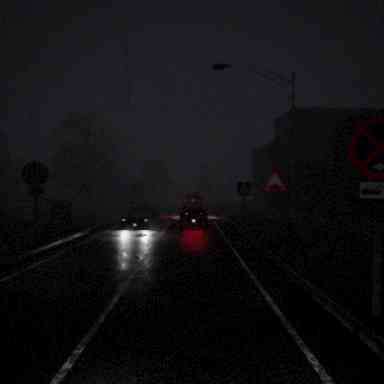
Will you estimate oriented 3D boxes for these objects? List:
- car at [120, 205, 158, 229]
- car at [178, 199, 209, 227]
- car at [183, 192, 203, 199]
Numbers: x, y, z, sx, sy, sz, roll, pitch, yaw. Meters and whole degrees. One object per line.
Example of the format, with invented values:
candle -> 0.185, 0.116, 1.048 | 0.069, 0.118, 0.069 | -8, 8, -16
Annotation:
car -> -3.341, 1.548, 22.045 | 2.033, 1.411, 5.357 | 0, 0, 0
car -> 0.102, 1.477, 22.805 | 1.837, 1.490, 4.892 | 0, 1, 0
car -> 0.103, 1.024, 40.567 | 2.150, 2.045, 5.566 | 0, 1, -1
